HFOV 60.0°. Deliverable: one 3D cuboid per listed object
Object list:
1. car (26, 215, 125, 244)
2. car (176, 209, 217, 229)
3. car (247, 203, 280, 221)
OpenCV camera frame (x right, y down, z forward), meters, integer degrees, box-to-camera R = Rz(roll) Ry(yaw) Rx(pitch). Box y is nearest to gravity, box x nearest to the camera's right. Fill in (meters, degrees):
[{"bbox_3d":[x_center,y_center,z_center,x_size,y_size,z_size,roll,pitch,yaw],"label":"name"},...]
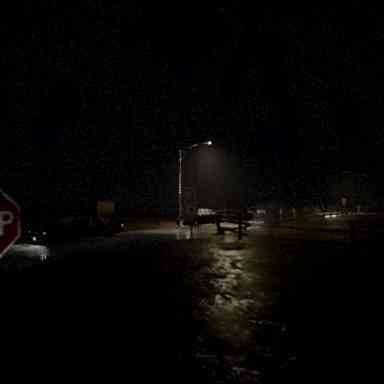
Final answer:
[{"bbox_3d":[-6.275,1.997,18.710,2.033,1.411,5.357,-1,-2,36],"label":"car"},{"bbox_3d":[0.579,2.217,28.306,2.128,1.511,4.902,-1,-2,35],"label":"car"},{"bbox_3d":[8.563,2.284,39.493,2.150,2.045,5.566,-1,-2,35],"label":"car"}]
